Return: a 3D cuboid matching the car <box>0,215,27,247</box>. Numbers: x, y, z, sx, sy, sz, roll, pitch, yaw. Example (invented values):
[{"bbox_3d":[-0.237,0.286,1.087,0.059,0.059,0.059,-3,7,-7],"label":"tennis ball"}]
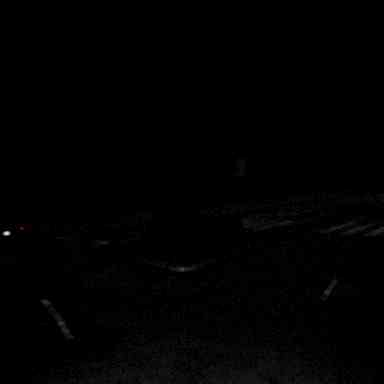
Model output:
[{"bbox_3d":[-9.092,1.675,14.531,4.181,1.385,1.994,-1,-2,35],"label":"car"}]
